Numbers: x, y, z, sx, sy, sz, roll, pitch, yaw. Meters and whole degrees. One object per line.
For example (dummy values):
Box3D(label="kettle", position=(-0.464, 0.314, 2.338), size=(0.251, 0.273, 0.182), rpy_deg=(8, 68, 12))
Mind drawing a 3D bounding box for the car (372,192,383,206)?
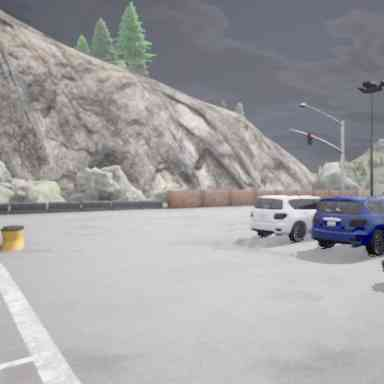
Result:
Box3D(label="car", position=(30.342, 1.020, 51.344), size=(5.566, 2.045, 2.150), rpy_deg=(0, 0, -36))

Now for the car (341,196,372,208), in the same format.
Box3D(label="car", position=(22.661, 1.360, 45.859), size=(4.674, 1.442, 1.812), rpy_deg=(0, 0, -36))

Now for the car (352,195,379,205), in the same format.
Box3D(label="car", position=(28.230, 1.305, 54.137), size=(4.892, 1.490, 1.837), rpy_deg=(0, 0, -36))

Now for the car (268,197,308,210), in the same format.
Box3D(label="car", position=(12.478, 1.421, 42.965), size=(5.357, 1.411, 2.033), rpy_deg=(0, 0, -35))

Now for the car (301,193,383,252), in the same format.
Box3D(label="car", position=(7.004, 1.178, 13.049), size=(5.566, 2.045, 2.150), rpy_deg=(0, 0, -36))

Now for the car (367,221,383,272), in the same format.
Box3D(label="car", position=(7.094, 1.512, 8.812), size=(5.357, 1.411, 2.033), rpy_deg=(0, 0, -36))

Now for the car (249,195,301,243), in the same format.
Box3D(label="car", position=(5.252, 1.176, 16.099), size=(5.566, 2.045, 2.150), rpy_deg=(0, 0, -36))

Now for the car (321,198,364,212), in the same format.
Box3D(label="car", position=(17.071, 1.416, 37.663), size=(5.357, 1.411, 2.033), rpy_deg=(0, 0, -35))

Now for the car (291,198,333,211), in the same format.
Box3D(label="car", position=(14.492, 1.420, 40.122), size=(5.357, 1.411, 2.033), rpy_deg=(0, 0, -36))
